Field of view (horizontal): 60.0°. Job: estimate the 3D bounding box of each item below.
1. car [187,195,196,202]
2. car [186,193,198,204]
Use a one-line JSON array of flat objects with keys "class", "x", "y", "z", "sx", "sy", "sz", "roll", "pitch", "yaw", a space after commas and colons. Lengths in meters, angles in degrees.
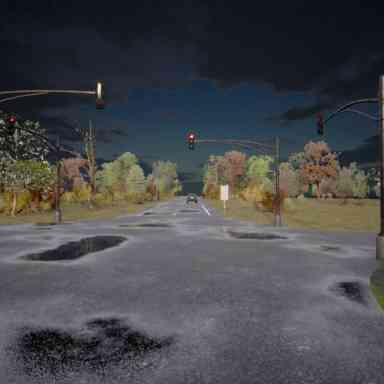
[{"class": "car", "x": -0.003, "y": 1.464, "z": 78.020, "sx": 2.033, "sy": 1.411, "sz": 5.357, "roll": 0, "pitch": 0, "yaw": 0}, {"class": "car", "x": -0.002, "y": 1.291, "z": 67.629, "sx": 2.150, "sy": 2.045, "sz": 5.566, "roll": 0, "pitch": 0, "yaw": 0}]
